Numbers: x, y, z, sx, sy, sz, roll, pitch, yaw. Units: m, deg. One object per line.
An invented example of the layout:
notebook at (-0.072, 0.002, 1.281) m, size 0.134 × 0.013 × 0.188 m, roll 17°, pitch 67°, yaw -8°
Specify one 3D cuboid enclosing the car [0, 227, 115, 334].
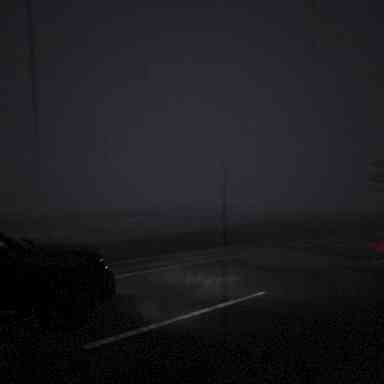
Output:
car at (-4.020, 1.277, 5.089) m, size 5.566 × 2.045 × 2.150 m, roll 0°, pitch 0°, yaw -39°
